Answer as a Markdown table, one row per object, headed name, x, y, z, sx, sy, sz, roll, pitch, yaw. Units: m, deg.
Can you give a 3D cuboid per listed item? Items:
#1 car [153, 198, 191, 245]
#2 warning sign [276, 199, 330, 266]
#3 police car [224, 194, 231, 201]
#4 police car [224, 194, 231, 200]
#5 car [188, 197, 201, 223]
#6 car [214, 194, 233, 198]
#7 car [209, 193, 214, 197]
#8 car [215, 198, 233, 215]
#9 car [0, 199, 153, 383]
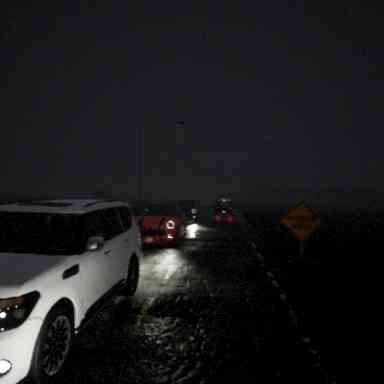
| name | x | y | z | sx | sy | sz | roll | pitch | yaw |
| --- | --- | --- | --- | --- | --- | --- | --- | --- | --- |
| car | -1.463 | 1.310 | 15.373 | 2.097 | 1.767 | 4.553 | 1 | 0 | 6 |
| warning sign | 3.368 | 1.181 | 10.215 | 1.300 | 1.860 | 1.060 | 2 | 1 | 6 |
| police car | 9.061 | 1.409 | 85.133 | 1.930 | 1.638 | 5.238 | 1 | 0 | 6 |
| police car | 10.036 | 1.381 | 95.085 | 1.930 | 1.638 | 5.238 | 1 | 0 | 6 |
| car | -0.442 | 1.318 | 25.668 | 2.097 | 1.767 | 4.553 | 1 | 0 | 6 |
| car | 4.690 | 1.248 | 48.481 | 2.150 | 2.045 | 5.566 | 1 | 0 | 6 |
| car | 4.869 | 1.062 | 78.941 | 1.812 | 1.442 | 4.674 | 1 | 0 | 6 |
| car | 3.375 | 1.632 | 35.035 | 1.895 | 1.301 | 4.718 | 1 | 0 | 6 |
| car | -2.409 | 1.166 | 5.681 | 2.150 | 2.045 | 5.566 | 1 | 0 | 6 |
